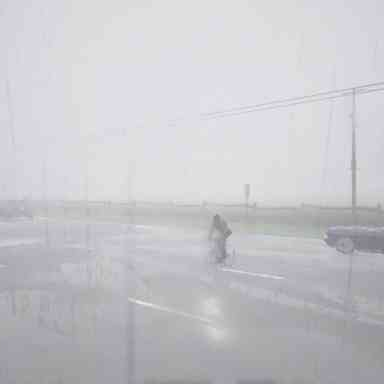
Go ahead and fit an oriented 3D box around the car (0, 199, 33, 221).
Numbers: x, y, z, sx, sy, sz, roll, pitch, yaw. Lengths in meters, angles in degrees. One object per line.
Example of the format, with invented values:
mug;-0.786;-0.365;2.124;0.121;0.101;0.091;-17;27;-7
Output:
car;-15.258;1.352;27.721;4.553;1.767;2.097;0;0;36

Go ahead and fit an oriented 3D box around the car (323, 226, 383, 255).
car;7.222;1.601;11.680;4.718;1.301;1.895;0;0;36

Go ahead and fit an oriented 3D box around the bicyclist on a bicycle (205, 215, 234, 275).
bicyclist on a bicycle;0.804;1.455;9.486;0.582;1.620;1.656;0;2;35
